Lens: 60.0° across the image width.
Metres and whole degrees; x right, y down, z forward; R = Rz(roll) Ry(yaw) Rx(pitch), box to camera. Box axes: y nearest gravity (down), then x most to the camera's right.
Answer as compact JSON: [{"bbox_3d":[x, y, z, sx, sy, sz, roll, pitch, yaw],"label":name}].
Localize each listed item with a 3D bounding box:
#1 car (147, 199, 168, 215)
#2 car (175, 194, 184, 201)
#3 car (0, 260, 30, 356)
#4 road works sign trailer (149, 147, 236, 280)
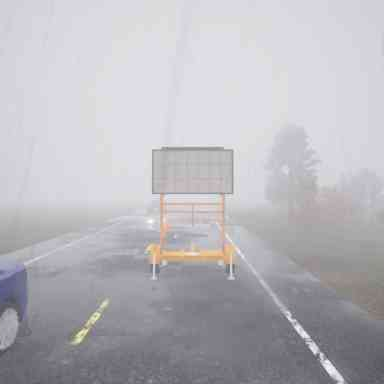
[{"bbox_3d":[-3.434,1.502,33.672,2.128,1.511,4.902,0,0,0],"label":"car"},{"bbox_3d":[-3.326,1.418,88.189,2.097,1.767,4.553,0,0,0],"label":"car"},{"bbox_3d":[-3.494,1.477,3.188,1.882,1.535,5.008,0,0,0],"label":"car"},{"bbox_3d":[0.019,0.465,9.944,2.380,3.560,2.880,0,0,0],"label":"road works sign trailer"}]
